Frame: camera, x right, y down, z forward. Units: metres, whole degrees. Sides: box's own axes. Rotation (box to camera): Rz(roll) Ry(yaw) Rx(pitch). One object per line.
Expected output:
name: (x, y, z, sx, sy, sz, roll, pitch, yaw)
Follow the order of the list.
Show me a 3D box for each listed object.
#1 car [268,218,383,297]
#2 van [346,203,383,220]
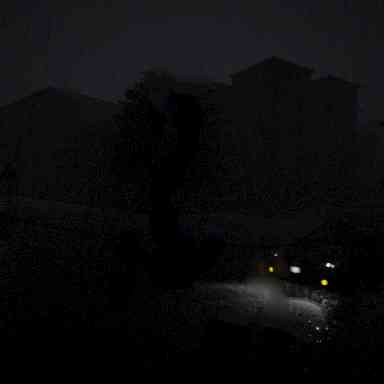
car: (3.950, 1.591, 8.661, 4.181, 1.385, 1.994, 1, -1, -36)
van: (13.039, 1.788, 22.810, 4.442, 1.987, 1.878, 0, -2, 34)
